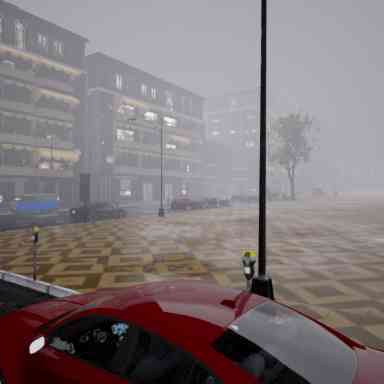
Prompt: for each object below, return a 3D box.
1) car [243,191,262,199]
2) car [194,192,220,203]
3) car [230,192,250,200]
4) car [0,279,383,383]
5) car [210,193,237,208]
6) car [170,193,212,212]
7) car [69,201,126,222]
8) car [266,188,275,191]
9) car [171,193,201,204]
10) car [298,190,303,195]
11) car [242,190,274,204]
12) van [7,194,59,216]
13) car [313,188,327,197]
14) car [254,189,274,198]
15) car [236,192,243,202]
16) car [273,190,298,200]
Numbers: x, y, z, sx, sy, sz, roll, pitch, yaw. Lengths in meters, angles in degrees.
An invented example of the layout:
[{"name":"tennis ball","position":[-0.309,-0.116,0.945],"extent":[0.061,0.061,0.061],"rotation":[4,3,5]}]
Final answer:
[{"name":"car","position":[11.848,0.525,64.947],"extent":[1.752,1.417,4.829],"rotation":[2,2,35]},{"name":"car","position":[2.393,0.808,51.380],"extent":[2.008,1.369,4.403],"rotation":[2,2,35]},{"name":"car","position":[8.761,0.649,60.519],"extent":[1.947,1.339,4.313],"rotation":[2,2,35]},{"name":"car","position":[-0.310,1.544,3.090],"extent":[4.507,1.381,1.887],"rotation":[0,0,36]},{"name":"car","position":[2.900,1.050,37.451],"extent":[2.008,1.369,4.403],"rotation":[2,2,35]},{"name":"car","position":[-0.284,1.132,32.881],"extent":[1.887,1.381,4.507],"rotation":[2,2,35]},{"name":"car","position":[-6.651,1.329,23.745],"extent":[1.947,1.339,4.313],"rotation":[2,2,35]},{"name":"car","position":[13.242,0.357,57.011],"extent":[2.150,2.045,5.566],"rotation":[1,1,35]},{"name":"car","position":[-0.791,0.910,46.811],"extent":[1.947,1.339,4.313],"rotation":[2,2,35]},{"name":"car","position":[27.865,0.114,87.932],"extent":[1.887,1.381,4.507],"rotation":[2,2,35]},{"name":"car","position":[9.268,0.876,46.589],"extent":[2.008,1.369,4.403],"rotation":[2,2,35]},{"name":"van","position":[-13.524,1.035,28.530],"extent":[1.690,1.788,3.998],"rotation":[2,2,35]},{"name":"car","position":[29.099,0.008,75.579],"extent":[2.150,2.045,5.566],"rotation":[1,1,35]},{"name":"car","position":[15.132,0.227,69.650],"extent":[2.192,1.841,5.009],"rotation":[2,2,35]},{"name":"car","position":[7.360,0.788,48.472],"extent":[2.128,1.511,4.902],"rotation":[1,1,34]},{"name":"car","position":[15.734,0.675,55.866],"extent":[1.752,1.417,4.829],"rotation":[2,2,35]}]
